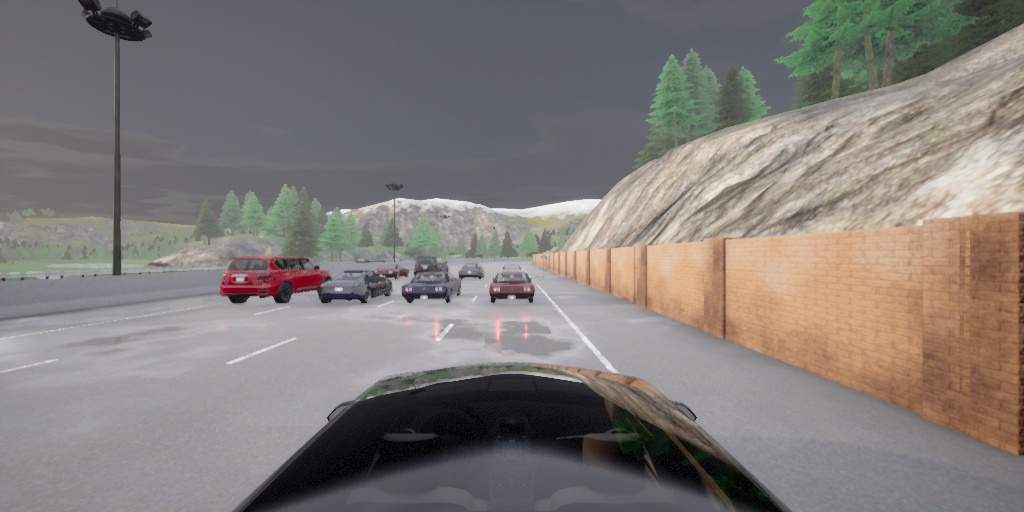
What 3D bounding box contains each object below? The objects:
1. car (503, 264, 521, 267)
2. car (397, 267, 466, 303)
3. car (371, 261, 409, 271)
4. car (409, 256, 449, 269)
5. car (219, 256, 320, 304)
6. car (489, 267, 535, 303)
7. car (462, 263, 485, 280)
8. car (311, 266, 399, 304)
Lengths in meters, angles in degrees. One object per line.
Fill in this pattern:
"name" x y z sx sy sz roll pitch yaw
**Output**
"car" 0.000 1.364 31.530 1.895 1.301 4.718 0 0 0
"car" -3.500 1.363 16.530 1.895 1.301 4.718 0 0 0
"car" -10.500 1.364 31.530 1.895 1.301 4.718 0 0 0
"car" -7.000 1.005 31.530 2.150 2.045 5.566 0 0 0
"car" -10.500 1.005 16.530 2.150 2.045 5.566 0 0 0
"car" 0.000 1.363 16.530 1.895 1.301 4.718 0 0 0
"car" -3.500 1.320 31.500 1.994 1.385 4.181 0 0 0
"car" -7.000 1.319 16.500 1.994 1.385 4.181 0 0 0
